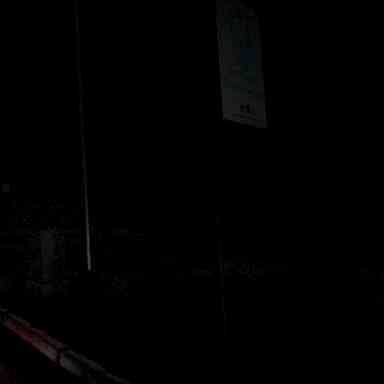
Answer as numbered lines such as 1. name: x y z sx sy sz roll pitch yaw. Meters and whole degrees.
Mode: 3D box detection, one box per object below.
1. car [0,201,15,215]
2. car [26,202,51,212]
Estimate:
1. car: -23.179 1.881 39.824 2.097 1.767 4.553 -3 0 -5
2. car: -23.521 2.231 51.203 1.994 1.385 4.181 -4 -1 7
